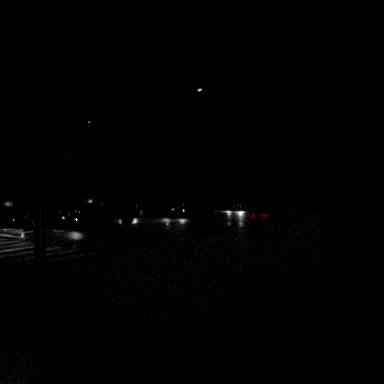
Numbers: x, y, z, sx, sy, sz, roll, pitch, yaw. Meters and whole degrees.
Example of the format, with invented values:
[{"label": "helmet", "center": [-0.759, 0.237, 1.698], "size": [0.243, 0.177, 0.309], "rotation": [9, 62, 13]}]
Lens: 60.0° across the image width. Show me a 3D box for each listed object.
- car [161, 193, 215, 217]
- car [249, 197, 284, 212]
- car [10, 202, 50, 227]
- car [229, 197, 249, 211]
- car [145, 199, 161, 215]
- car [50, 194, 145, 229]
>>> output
[{"label": "car", "center": [0.005, 1.116, 30.326], "size": [2.150, 2.045, 5.566], "rotation": [0, 0, 35]}, {"label": "car", "center": [8.551, 1.337, 36.405], "size": [2.128, 1.511, 4.902], "rotation": [0, 0, 35]}, {"label": "car", "center": [-9.584, 1.456, 22.446], "size": [1.837, 1.490, 4.892], "rotation": [0, 0, 35]}, {"label": "car", "center": [6.070, 1.355, 38.850], "size": [1.837, 1.490, 4.892], "rotation": [0, 0, 36]}, {"label": "car", "center": [-4.117, 1.389, 30.139], "size": [1.882, 1.535, 5.008], "rotation": [0, 0, 35]}, {"label": "car", "center": [-5.999, 1.160, 21.877], "size": [2.150, 2.045, 5.566], "rotation": [0, 0, 35]}]
